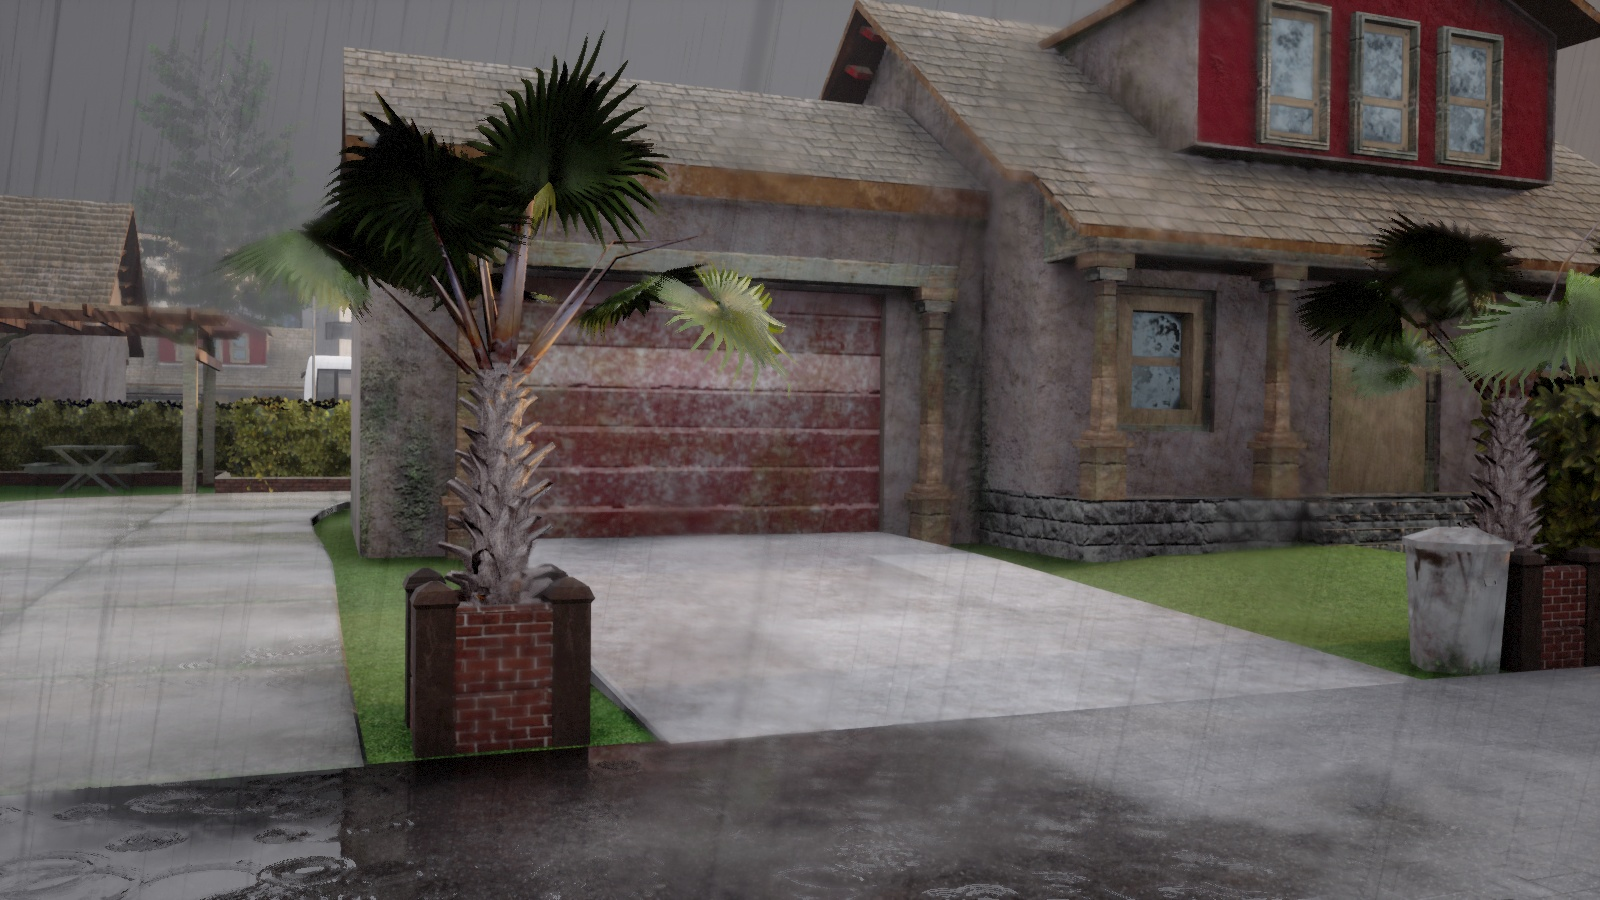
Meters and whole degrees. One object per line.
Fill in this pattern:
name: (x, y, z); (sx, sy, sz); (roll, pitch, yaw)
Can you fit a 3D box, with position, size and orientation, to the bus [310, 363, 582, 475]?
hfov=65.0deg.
bus: (-14.430, -1.257, 51.272); (10.273, 4.253, 3.944); (-1, 1, -21)
